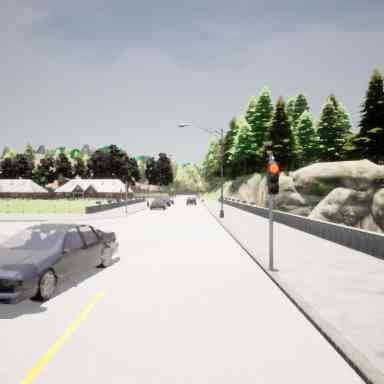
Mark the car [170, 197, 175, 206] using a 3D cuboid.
[{"bbox_3d":[-4.265,1.547,52.382,2.033,1.411,5.357,0,0,-1],"label":"car"}]

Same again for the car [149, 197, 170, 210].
[{"bbox_3d":[-4.240,1.526,42.674,1.812,1.442,4.674,0,0,-1],"label":"car"}]

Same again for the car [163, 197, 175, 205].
[{"bbox_3d":[-4.263,1.601,62.194,1.895,1.301,4.718,0,0,0],"label":"car"}]

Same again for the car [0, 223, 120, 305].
[{"bbox_3d":[-3.571,1.547,8.578,2.033,1.411,5.357,0,0,9],"label":"car"}]

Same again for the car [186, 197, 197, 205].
[{"bbox_3d":[-0.096,1.547,60.180,2.033,1.411,5.357,0,0,0],"label":"car"}]
